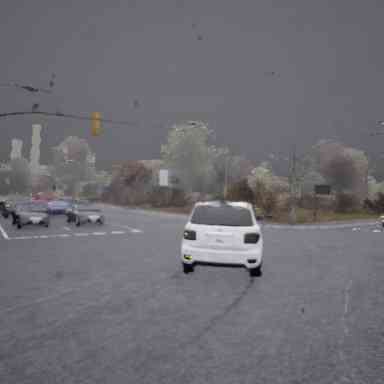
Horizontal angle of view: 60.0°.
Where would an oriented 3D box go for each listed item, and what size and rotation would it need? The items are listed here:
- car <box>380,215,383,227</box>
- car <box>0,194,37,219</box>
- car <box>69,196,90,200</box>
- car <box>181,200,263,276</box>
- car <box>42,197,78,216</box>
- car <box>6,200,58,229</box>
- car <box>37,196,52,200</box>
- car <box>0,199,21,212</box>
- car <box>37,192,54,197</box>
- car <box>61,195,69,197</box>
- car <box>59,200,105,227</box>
[{"bbox_3d":[15.287,1.877,23.515,4.718,1.301,1.895,1,0,-35],"label":"car"},{"bbox_3d":[-15.994,1.259,30.446,2.150,2.045,5.566,1,0,-32],"label":"car"},{"bbox_3d":[-17.352,1.469,52.538,2.128,1.511,4.902,1,1,-33],"label":"car"},{"bbox_3d":[1.106,1.298,10.875,2.150,2.045,5.566,2,0,9],"label":"car"},{"bbox_3d":[-12.793,1.554,31.925,1.882,1.535,5.008,1,0,-32],"label":"car"},{"bbox_3d":[-10.755,1.532,22.112,2.128,1.511,4.902,1,0,-33],"label":"car"},{"bbox_3d":[-18.134,1.586,40.385,1.994,1.385,4.181,1,0,-32],"label":"car"},{"bbox_3d":[-21.337,1.544,38.898,1.994,1.385,4.181,1,0,-33],"label":"car"},{"bbox_3d":[-26.399,0.957,59.506,2.150,2.045,5.566,1,1,-37],"label":"car"},{"bbox_3d":[-23.252,1.332,61.111,2.033,1.411,5.357,1,1,-37],"label":"car"},{"bbox_3d":[-7.725,1.569,23.895,2.128,1.511,4.902,1,0,-32],"label":"car"}]
